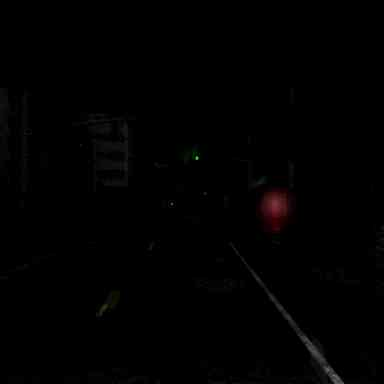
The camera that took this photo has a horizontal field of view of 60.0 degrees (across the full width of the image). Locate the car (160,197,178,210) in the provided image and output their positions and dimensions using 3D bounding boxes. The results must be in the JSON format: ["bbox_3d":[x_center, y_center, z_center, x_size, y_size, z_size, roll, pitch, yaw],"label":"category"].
[{"bbox_3d":[-3.559,1.725,49.414,2.097,1.767,4.553,0,0,0],"label":"car"}]

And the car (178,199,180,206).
[{"bbox_3d":[-3.501,1.846,65.588,2.097,1.767,4.553,0,0,0],"label":"car"}]
